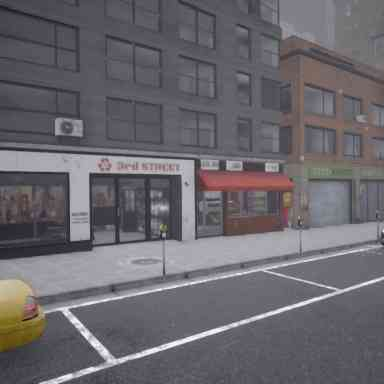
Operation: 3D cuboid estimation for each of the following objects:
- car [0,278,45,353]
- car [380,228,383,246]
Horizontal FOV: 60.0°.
[{"bbox_3d":[-4.275,1.526,3.614,4.829,1.417,1.752,0,-1,-36],"label":"car"},{"bbox_3d":[9.306,1.439,13.307,4.097,1.590,1.967,0,-1,-36],"label":"car"}]
